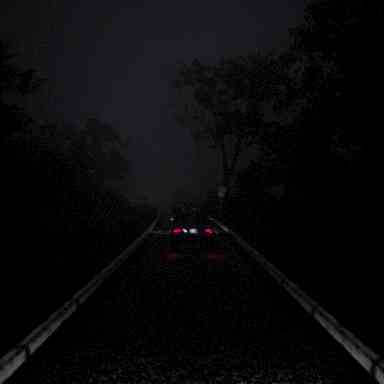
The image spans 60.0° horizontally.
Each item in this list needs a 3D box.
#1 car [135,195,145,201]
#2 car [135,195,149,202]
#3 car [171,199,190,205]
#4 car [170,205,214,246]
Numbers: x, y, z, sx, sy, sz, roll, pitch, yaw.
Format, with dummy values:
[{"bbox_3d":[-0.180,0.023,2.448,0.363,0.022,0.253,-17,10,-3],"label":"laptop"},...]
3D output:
[{"bbox_3d":[-12.561,1.510,79.926,1.994,1.385,4.181,0,0,-16],"label":"car"},{"bbox_3d":[-10.633,1.410,72.212,1.812,1.442,4.674,0,0,-14],"label":"car"},{"bbox_3d":[-1.190,1.532,35.466,2.128,1.511,4.902,0,0,-5],"label":"car"},{"bbox_3d":[-0.029,1.566,15.373,2.033,1.411,5.357,0,0,-1],"label":"car"}]
